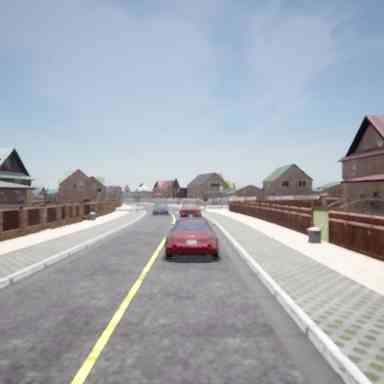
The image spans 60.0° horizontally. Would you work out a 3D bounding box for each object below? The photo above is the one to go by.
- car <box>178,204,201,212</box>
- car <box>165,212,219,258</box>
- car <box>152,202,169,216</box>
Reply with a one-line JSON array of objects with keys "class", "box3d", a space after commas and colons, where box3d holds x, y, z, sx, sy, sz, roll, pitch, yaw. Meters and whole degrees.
[{"class": "car", "box3d": [-0.208, 1.787, 29.282, 1.882, 1.535, 5.008, 0, 0, -2]}, {"class": "car", "box3d": [0.015, 1.699, 13.325, 1.994, 1.385, 4.181, 0, -1, 1]}, {"class": "car", "box3d": [-3.678, 1.953, 38.993, 1.812, 1.442, 4.674, 0, -1, -5]}]
